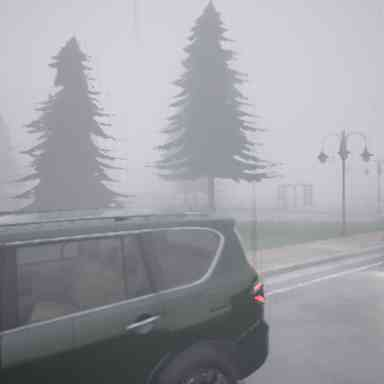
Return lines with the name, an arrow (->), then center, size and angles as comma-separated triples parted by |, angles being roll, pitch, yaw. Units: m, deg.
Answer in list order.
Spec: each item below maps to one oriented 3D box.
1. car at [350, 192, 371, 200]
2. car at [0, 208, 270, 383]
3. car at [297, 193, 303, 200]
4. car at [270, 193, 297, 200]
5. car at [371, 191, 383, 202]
car -> 34.176, 0.779, 67.898 | 1.845, 1.501, 3.633 | -1, 0, -36
car -> -1.786, 1.221, 2.722 | 5.566, 2.045, 2.150 | -1, 0, -36
car -> 20.076, 0.887, 67.270 | 2.152, 1.636, 5.027 | -1, 0, -36
car -> 17.552, 0.922, 65.406 | 2.007, 1.523, 4.514 | -1, 0, -36
car -> 30.793, 0.943, 51.987 | 1.970, 1.475, 3.806 | -1, 0, -36
